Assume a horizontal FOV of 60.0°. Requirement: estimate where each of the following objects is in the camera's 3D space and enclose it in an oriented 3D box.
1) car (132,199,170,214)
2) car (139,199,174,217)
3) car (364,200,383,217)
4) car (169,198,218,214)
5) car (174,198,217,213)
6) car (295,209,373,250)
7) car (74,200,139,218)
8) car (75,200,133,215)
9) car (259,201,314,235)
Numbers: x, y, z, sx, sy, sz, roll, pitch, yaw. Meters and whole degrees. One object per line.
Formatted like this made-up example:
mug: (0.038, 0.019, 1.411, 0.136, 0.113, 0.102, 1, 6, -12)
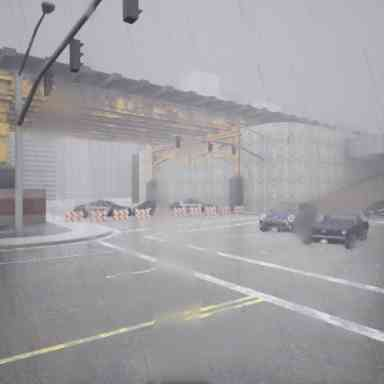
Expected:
car: (-3.764, 1.295, 31.547, 1.853, 1.218, 4.536, 0, 0, 18)
car: (-3.780, 1.453, 31.497, 2.038, 1.542, 4.974, 0, 0, 18)
car: (17.327, 1.505, 30.060, 4.892, 1.490, 1.837, 0, 0, -37)
car: (0.129, 1.453, 35.259, 4.974, 1.542, 2.038, 0, 0, -7)
car: (0.077, 1.295, 35.252, 4.536, 1.218, 1.853, 0, 0, -7)
car: (6.396, 1.601, 14.626, 1.895, 1.301, 4.718, 0, 0, 37)
car: (-7.524, 1.453, 28.811, 4.974, 1.542, 2.038, 0, 0, 8)
car: (-7.575, 1.295, 28.818, 4.536, 1.218, 1.853, 0, 0, 8)
car: (5.610, 1.352, 19.001, 2.097, 1.767, 4.553, 0, 0, 37)
